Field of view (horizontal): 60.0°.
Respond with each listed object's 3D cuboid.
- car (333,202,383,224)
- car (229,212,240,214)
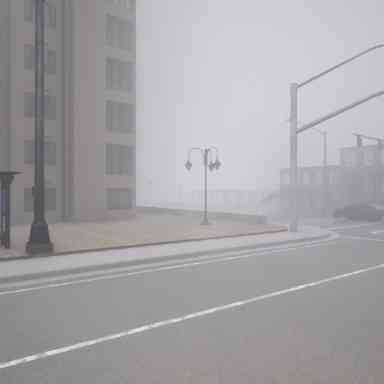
[{"bbox_3d":[12.751,1.479,23.954,1.882,1.535,5.008,0,-2,-34],"label":"car"},{"bbox_3d":[4.318,2.896,35.696,1.882,1.535,5.008,0,-10,-36],"label":"car"}]
